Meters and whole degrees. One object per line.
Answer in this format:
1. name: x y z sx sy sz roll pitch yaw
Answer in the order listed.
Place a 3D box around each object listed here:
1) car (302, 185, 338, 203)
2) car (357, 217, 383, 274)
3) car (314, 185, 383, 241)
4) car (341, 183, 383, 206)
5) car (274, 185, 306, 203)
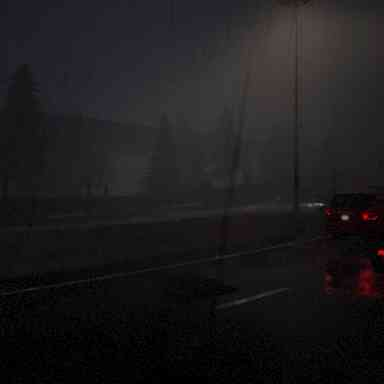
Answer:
1. car: 12.279 0.172 29.966 4.181 1.385 1.994 -7 4 -35
2. car: 6.743 1.359 8.570 5.357 1.411 2.033 -3 2 -35
3. car: 7.705 0.866 13.556 5.566 2.045 2.150 -4 2 -35
4. car: 14.309 0.172 27.116 4.181 1.385 1.994 -7 4 -35
5. car: 10.151 0.111 32.747 4.902 1.511 2.128 -7 4 -35
